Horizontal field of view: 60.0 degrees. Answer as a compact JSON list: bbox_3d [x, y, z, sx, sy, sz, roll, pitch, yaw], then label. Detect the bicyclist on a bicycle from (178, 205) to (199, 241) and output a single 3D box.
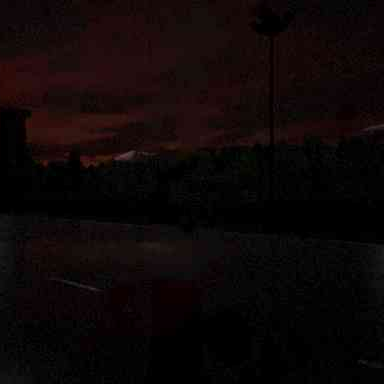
[{"bbox_3d":[-0.160,1.451,15.728,0.582,1.620,1.656,0,2,36],"label":"bicyclist on a bicycle"}]
